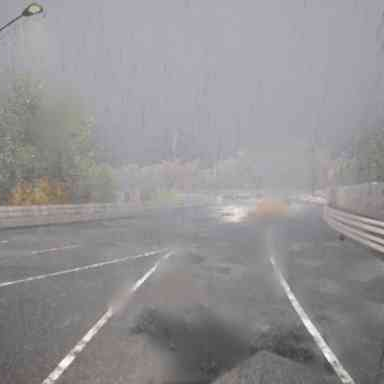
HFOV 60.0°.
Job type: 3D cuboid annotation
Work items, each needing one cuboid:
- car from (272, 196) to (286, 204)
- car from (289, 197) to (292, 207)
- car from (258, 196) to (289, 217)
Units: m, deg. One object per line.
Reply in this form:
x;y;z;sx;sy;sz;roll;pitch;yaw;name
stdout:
17.000;1.598;65.181;1.812;1.442;4.674;0;0;6;car
14.570;1.521;51.982;2.128;1.511;4.902;0;0;14;car
7.709;1.482;31.986;1.882;1.535;5.008;0;0;25;car
